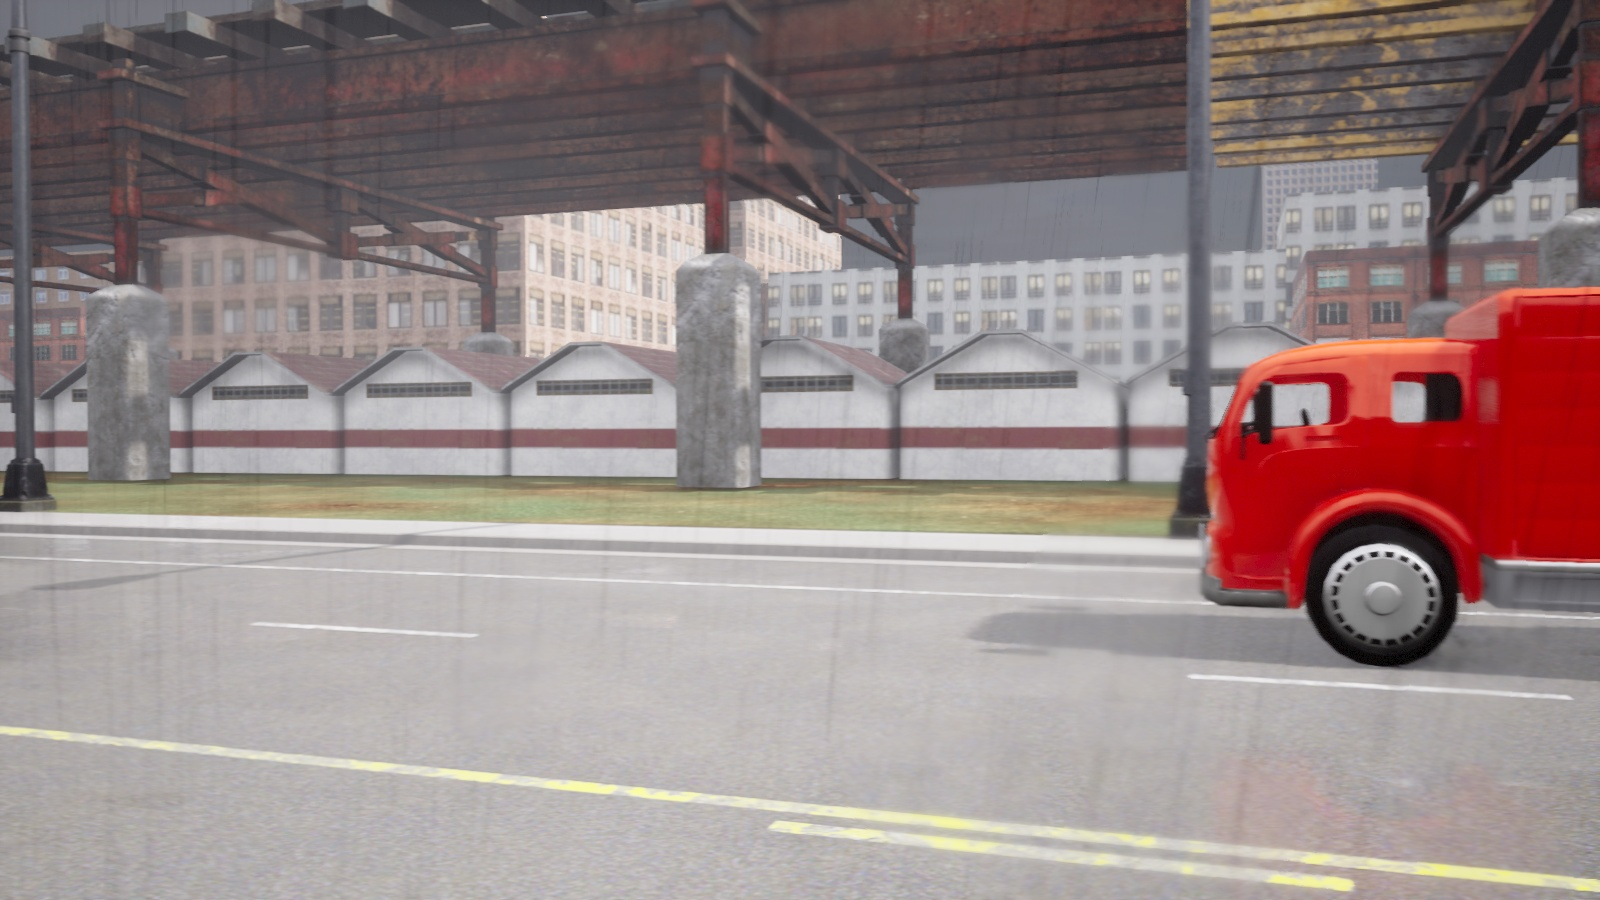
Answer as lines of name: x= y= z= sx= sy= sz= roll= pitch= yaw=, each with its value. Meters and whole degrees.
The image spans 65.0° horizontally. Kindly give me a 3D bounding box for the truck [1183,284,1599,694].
truck: x=5.444 y=0.220 z=8.736 sx=5.204 sy=2.467 sz=2.627 roll=1 pitch=1 yaw=19
